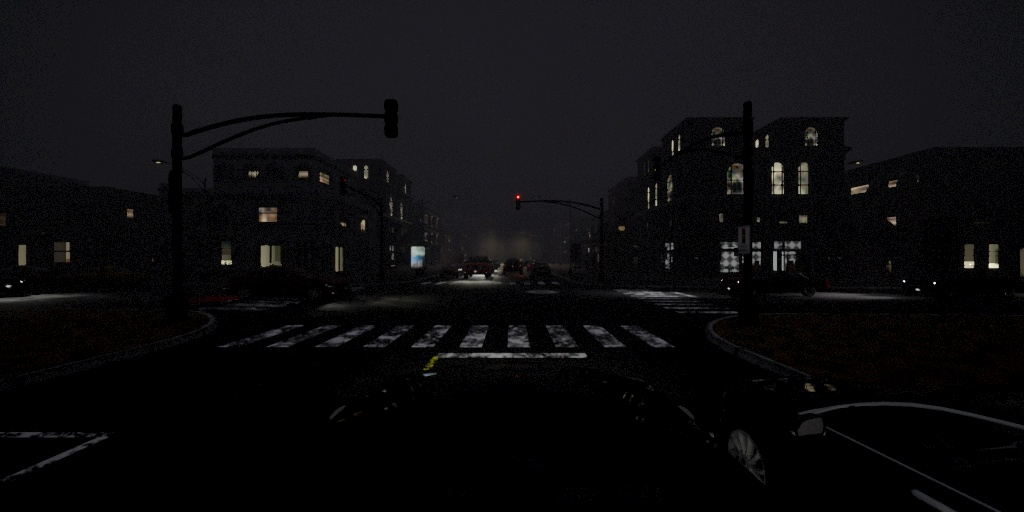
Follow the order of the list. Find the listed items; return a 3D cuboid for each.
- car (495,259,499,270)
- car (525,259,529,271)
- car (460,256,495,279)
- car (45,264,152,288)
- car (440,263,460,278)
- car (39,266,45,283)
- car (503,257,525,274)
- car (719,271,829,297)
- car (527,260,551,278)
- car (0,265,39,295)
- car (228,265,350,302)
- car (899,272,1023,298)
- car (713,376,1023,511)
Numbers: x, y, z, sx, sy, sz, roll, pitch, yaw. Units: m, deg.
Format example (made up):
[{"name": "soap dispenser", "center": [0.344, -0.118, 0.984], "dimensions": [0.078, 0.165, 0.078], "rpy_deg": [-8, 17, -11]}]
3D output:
[{"name": "car", "center": [-3.095, 1.247, 43.438], "dimensions": [2.128, 1.511, 4.902], "rpy_deg": [0, 0, 1]}, {"name": "car", "center": [2.690, 1.338, 45.003], "dimensions": [1.802, 1.307, 4.207], "rpy_deg": [0, 0, 0]}, {"name": "car", "center": [-3.112, 0.976, 33.511], "dimensions": [2.150, 2.045, 5.566], "rpy_deg": [0, 0, 1]}, {"name": "car", "center": [-25.454, 1.195, 22.356], "dimensions": [4.829, 1.417, 1.751], "rpy_deg": [0, 0, 1]}, {"name": "car", "center": [-5.690, 1.336, 33.974], "dimensions": [1.802, 1.307, 4.207], "rpy_deg": [0, 0, 0]}, {"name": "car", "center": [-30.820, 1.228, 22.439], "dimensions": [4.207, 1.307, 1.802], "rpy_deg": [0, 0, 1]}, {"name": "car", "center": [0.092, 1.107, 40.389], "dimensions": [2.097, 1.767, 4.553], "rpy_deg": [0, 0, 0]}, {"name": "car", "center": [13.801, 1.433, 19.158], "dimensions": [4.718, 1.301, 1.895], "rpy_deg": [0, 0, 1]}, {"name": "car", "center": [2.690, 1.320, 33.961], "dimensions": [1.948, 1.339, 4.313], "rpy_deg": [0, 0, 0]}, {"name": "car", "center": [-25.601, 1.143, 16.571], "dimensions": [4.892, 1.490, 1.837], "rpy_deg": [0, 0, 1]}, {"name": "car", "center": [-10.034, 1.193, 16.328], "dimensions": [5.008, 1.535, 1.882], "rpy_deg": [0, 0, 1]}, {"name": "car", "center": [23.750, 1.482, 19.011], "dimensions": [4.718, 1.301, 1.895], "rpy_deg": [0, 0, 1]}, {"name": "car", "center": [2.691, 1.300, 1.571], "dimensions": [2.007, 1.370, 4.403], "rpy_deg": [0, 0, 0]}]
